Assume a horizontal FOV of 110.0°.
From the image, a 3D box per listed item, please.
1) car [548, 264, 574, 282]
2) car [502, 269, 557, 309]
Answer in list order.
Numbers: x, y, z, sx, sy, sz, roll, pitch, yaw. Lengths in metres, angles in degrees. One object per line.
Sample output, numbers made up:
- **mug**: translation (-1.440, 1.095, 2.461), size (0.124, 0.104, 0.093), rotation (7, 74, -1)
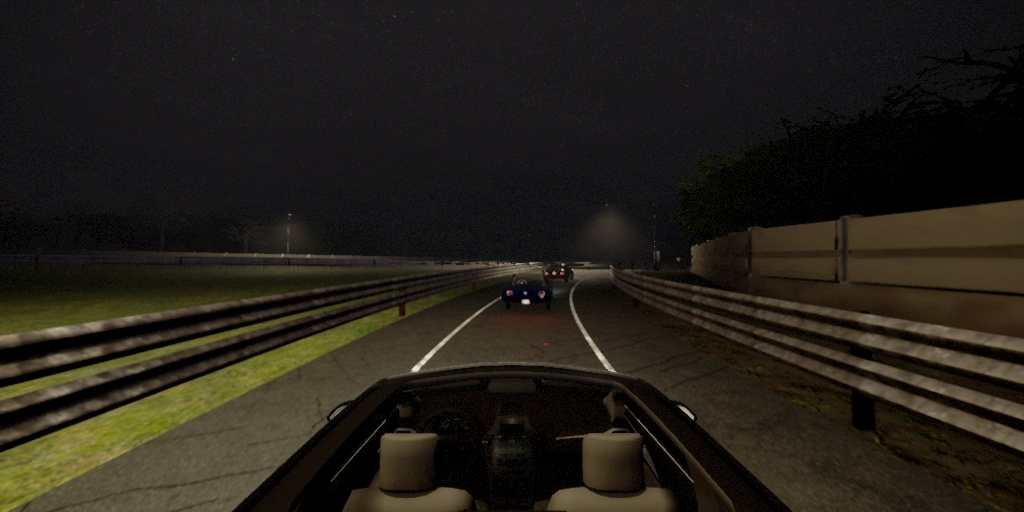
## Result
- **car**: translation (3.975, 1.379, 29.920), size (2.033, 1.411, 5.357), rotation (-1, 0, 17)
- **car**: translation (0.830, 1.438, 15.664), size (1.895, 1.301, 4.718), rotation (0, 0, 8)
